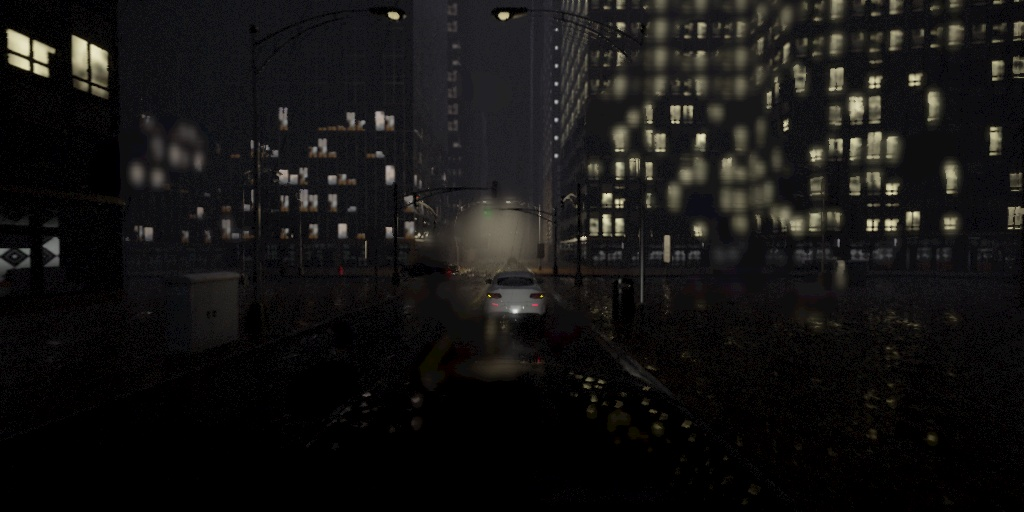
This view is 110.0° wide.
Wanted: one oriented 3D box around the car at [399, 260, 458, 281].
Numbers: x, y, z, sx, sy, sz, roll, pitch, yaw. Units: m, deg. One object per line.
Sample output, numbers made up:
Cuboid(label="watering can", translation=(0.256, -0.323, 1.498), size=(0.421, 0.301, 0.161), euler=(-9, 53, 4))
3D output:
Cuboid(label="car", translation=(-6.500, 1.089, 27.783), size=(4.892, 1.490, 1.837), euler=(0, -2, 24))

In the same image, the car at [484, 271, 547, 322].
Cuboid(label="car", translation=(0.100, 1.209, 11.885), size=(1.812, 1.442, 4.674), euler=(0, 0, 0))
